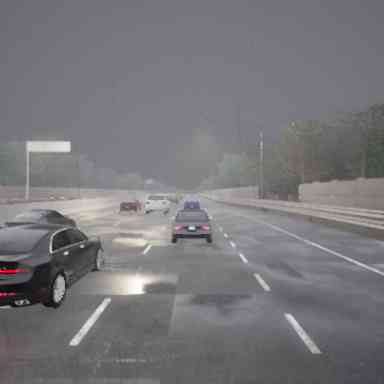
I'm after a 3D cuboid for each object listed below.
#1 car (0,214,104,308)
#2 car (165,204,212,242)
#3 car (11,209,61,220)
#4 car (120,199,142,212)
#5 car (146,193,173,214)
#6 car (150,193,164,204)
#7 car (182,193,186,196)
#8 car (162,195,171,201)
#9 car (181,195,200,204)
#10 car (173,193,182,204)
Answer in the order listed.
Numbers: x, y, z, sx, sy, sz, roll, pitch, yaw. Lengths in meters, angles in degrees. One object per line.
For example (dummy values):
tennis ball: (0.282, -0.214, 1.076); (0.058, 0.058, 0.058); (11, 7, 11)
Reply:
car: (-3.503, 1.508, 7.902); (1.837, 1.490, 4.892); (0, 0, 0)
car: (-0.004, 1.552, 16.361); (2.033, 1.411, 5.357); (0, 0, 0)
car: (-7.004, 1.530, 15.563); (1.812, 1.442, 4.674); (0, 0, 0)
car: (-7.009, 1.493, 38.518); (1.882, 1.535, 5.008); (0, 0, 0)
car: (-3.506, 1.235, 35.147); (2.150, 2.045, 5.566); (0, 0, 0)
car: (-7.014, 1.258, 66.609); (2.150, 2.045, 5.566); (0, 0, 0)
car: (-3.516, 1.416, 92.028); (2.097, 1.767, 4.553); (0, 0, 0)
car: (-7.016, 1.600, 92.093); (2.033, 1.411, 5.357); (0, 0, 0)
car: (-0.009, 1.494, 41.019); (1.882, 1.535, 5.008); (0, 0, 0)
car: (-3.511, 1.386, 64.756); (2.097, 1.767, 4.553); (0, 0, 0)
